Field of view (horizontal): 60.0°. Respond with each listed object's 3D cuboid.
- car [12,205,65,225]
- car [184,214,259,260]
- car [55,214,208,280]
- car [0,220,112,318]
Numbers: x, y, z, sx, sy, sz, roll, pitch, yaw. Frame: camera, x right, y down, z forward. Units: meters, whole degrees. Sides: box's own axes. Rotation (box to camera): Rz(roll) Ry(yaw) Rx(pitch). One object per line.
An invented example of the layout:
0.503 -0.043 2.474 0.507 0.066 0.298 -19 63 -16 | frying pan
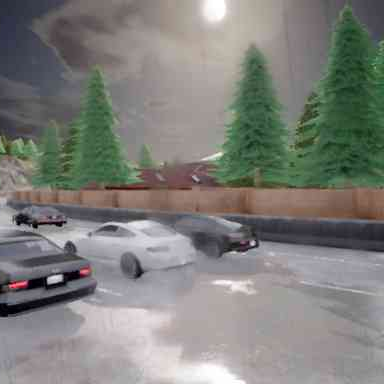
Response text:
-10.131 1.592 21.946 2.033 1.411 5.357 0 0 -45 | car
0.267 1.563 12.676 4.674 1.442 1.812 0 0 40 | car
-2.004 1.551 10.016 4.674 1.442 1.812 0 0 40 | car
-4.309 1.562 7.379 5.357 1.411 2.033 0 0 40 | car
